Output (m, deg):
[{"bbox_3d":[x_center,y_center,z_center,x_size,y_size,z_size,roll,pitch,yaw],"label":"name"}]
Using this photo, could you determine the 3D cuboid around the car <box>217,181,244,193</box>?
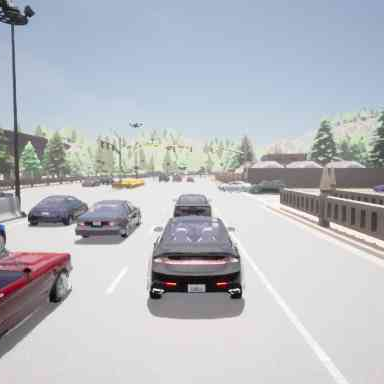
[{"bbox_3d":[5.616,-0.696,43.516,4.674,1.442,1.812,1,4,16],"label":"car"}]

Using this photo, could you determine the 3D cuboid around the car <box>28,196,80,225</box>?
[{"bbox_3d":[-6.980,0.878,17.804,1.994,1.385,4.181,0,3,0],"label":"car"}]

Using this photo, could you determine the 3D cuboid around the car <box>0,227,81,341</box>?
[{"bbox_3d":[-3.420,1.533,4.917,1.895,1.301,4.718,0,1,0],"label":"car"}]

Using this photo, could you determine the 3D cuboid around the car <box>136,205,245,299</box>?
[{"bbox_3d":[0.067,1.327,8.043,2.128,1.511,4.902,0,2,0],"label":"car"}]

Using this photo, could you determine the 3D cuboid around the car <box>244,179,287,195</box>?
[{"bbox_3d":[8.768,-0.586,38.777,4.553,1.767,2.097,0,3,-1],"label":"car"}]

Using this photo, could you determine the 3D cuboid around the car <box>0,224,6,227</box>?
[{"bbox_3d":[-6.937,1.282,8.831,1.882,1.535,5.008,0,2,0],"label":"car"}]

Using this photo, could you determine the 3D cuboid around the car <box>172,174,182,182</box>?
[{"bbox_3d":[-3.938,-3.617,87.004,2.150,2.045,5.566,0,3,0],"label":"car"}]

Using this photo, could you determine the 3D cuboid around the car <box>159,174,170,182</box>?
[{"bbox_3d":[-7.438,-3.616,86.986,2.150,2.045,5.566,0,3,0],"label":"car"}]

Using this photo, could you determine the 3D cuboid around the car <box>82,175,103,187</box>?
[{"bbox_3d":[-17.857,-1.795,58.963,2.097,1.767,4.553,0,3,0],"label":"car"}]

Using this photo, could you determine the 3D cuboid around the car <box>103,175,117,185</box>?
[{"bbox_3d":[-17.844,-2.515,68.858,2.150,2.045,5.566,0,3,0],"label":"car"}]

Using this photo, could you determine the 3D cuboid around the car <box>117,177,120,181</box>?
[{"bbox_3d":[-17.896,-2.821,78.968,1.812,1.442,4.674,0,3,0],"label":"car"}]

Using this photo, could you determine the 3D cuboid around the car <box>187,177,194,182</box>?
[{"bbox_3d":[-0.442,-3.354,87.854,1.812,1.442,4.674,0,3,0],"label":"car"}]

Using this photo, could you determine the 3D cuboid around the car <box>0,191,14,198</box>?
[{"bbox_3d":[-14.405,0.559,22.933,2.033,1.411,5.357,0,3,1],"label":"car"}]

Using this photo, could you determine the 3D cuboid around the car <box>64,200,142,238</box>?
[{"bbox_3d":[-3.466,1.049,14.626,2.033,1.411,5.357,0,3,0],"label":"car"}]

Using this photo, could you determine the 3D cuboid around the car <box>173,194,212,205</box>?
[{"bbox_3d":[0.025,0.814,17.464,1.882,1.535,5.008,0,3,-1],"label":"car"}]

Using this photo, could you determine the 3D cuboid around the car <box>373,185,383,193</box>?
[{"bbox_3d":[25.377,-0.597,41.890,4.674,1.442,1.812,0,3,2],"label":"car"}]
